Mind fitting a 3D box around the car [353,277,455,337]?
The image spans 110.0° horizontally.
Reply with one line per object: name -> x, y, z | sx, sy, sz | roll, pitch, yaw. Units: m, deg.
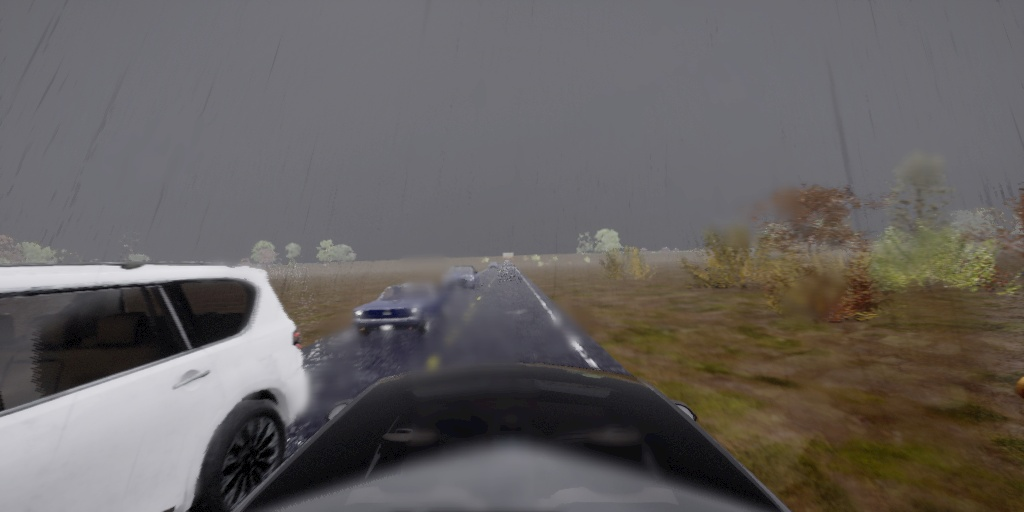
car -> -3.195, 1.538, 11.314 | 1.895, 1.301, 4.718 | -2, 0, -1

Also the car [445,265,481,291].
car -> -3.313, 1.406, 24.201 | 2.097, 1.767, 4.553 | -2, -1, 0

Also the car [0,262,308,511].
car -> -3.109, 1.069, 1.318 | 2.150, 2.045, 5.566 | -2, -1, -1

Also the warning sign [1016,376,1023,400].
warning sign -> 2.665, 0.777, 1.433 | 1.300, 1.860, 1.060 | 0, 0, -1
